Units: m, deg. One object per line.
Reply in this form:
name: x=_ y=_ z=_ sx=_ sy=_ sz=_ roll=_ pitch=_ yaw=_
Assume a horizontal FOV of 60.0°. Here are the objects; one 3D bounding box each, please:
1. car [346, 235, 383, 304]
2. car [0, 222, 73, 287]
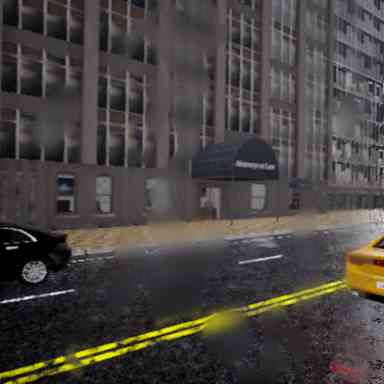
car: x=5.390 y=1.503 z=7.267 sx=5.008 sy=1.535 sz=1.882 roll=0 pitch=0 yaw=-35
car: x=-5.389 y=1.505 z=7.825 sx=4.892 sy=1.490 sz=1.837 roll=0 pitch=0 yaw=-35
